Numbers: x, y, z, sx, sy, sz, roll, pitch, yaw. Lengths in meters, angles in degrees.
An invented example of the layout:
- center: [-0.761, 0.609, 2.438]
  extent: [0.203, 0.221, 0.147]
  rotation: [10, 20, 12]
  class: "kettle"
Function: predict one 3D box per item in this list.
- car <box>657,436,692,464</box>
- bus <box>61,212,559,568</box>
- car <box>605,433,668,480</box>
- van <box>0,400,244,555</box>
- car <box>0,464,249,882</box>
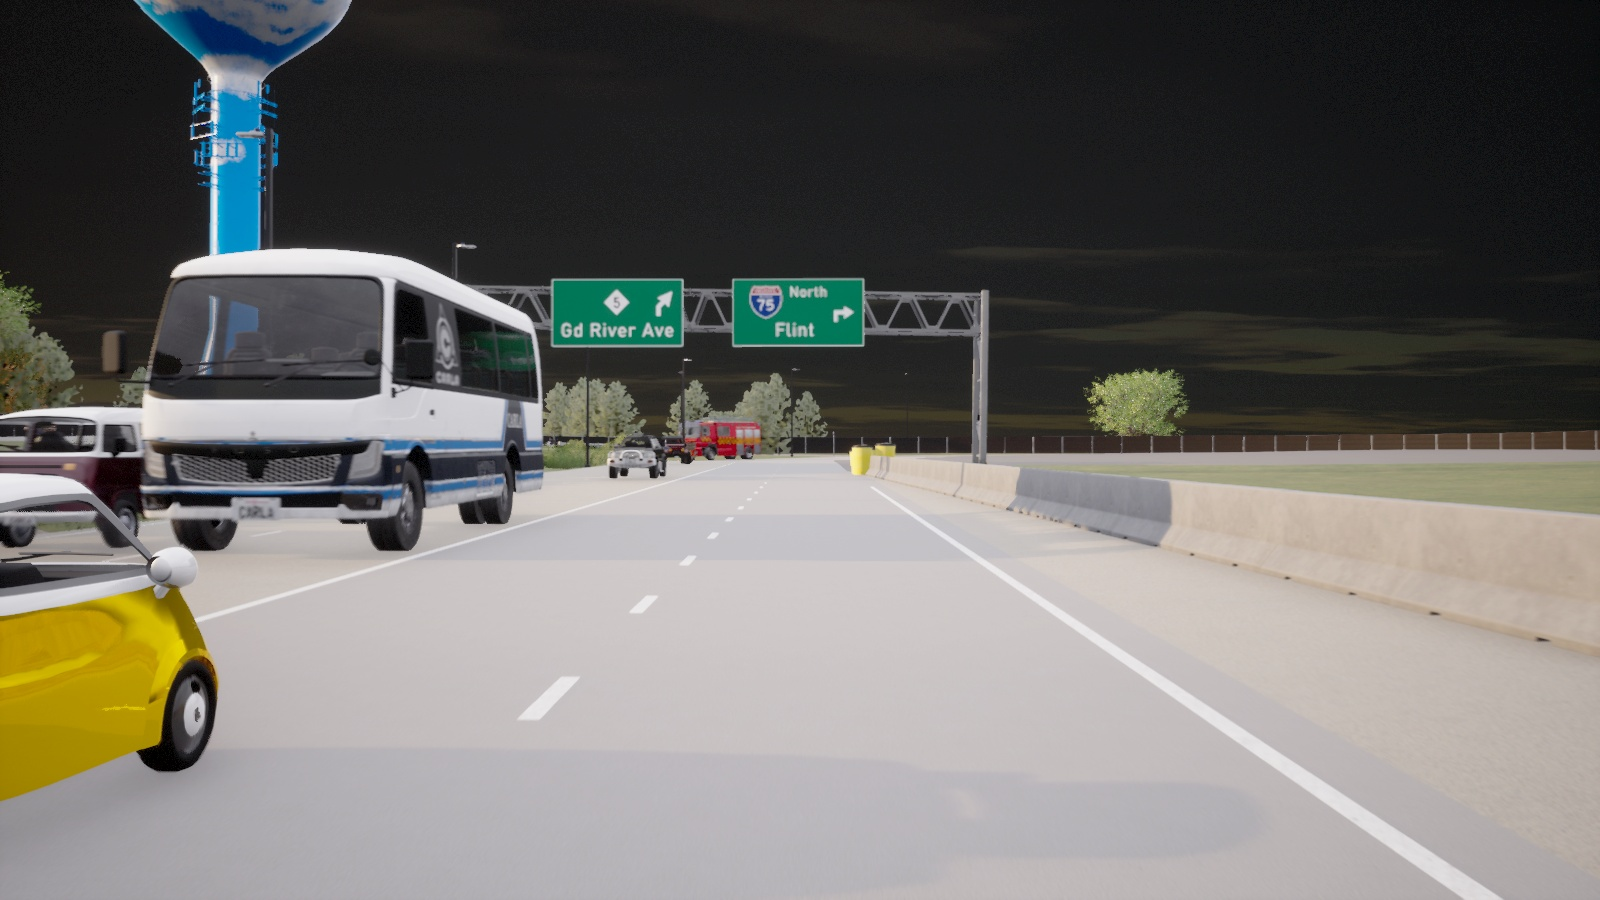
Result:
- center: [-8.486, -0.008, 84.491]
  extent: [1.905, 1.878, 3.866]
  rotation: [0, 0, -13]
  class: "car"
- center: [-6.867, -0.753, 20.204]
  extent: [3.944, 4.253, 10.273]
  rotation: [0, 0, 0]
  class: "bus"
- center: [-6.684, 0.234, 51.760]
  extent: [1.932, 1.855, 4.605]
  rotation: [0, 0, 0]
  class: "car"
- center: [-10.376, 0.348, 18.828]
  extent: [2.069, 2.038, 4.480]
  rotation: [0, 0, 0]
  class: "van"
- center: [-3.456, 0.771, 5.073]
  extent: [1.481, 1.376, 2.207]
  rotation: [0, 1, 0]
  class: "car"
